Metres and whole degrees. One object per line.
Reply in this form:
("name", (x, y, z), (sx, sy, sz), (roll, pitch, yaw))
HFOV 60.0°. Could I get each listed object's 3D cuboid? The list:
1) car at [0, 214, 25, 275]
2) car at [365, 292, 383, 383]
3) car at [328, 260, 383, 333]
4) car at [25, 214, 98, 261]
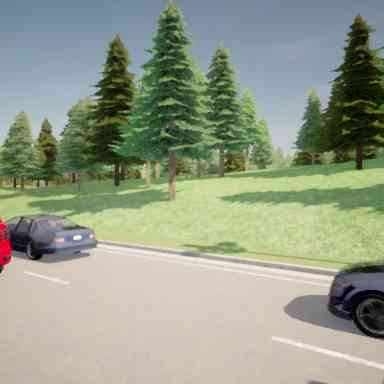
("car", (-7.064, 1.214, 8.949), (5.566, 2.045, 2.150), (0, 0, 36))
("car", (3.537, 1.602, 1.483), (4.718, 1.301, 1.895), (0, 0, 35))
("car", (4.395, 1.564, 5.163), (4.181, 1.385, 1.994), (0, 0, 35))
("car", (-5.802, 1.539, 12.353), (5.357, 1.411, 2.033), (0, 0, 35))
